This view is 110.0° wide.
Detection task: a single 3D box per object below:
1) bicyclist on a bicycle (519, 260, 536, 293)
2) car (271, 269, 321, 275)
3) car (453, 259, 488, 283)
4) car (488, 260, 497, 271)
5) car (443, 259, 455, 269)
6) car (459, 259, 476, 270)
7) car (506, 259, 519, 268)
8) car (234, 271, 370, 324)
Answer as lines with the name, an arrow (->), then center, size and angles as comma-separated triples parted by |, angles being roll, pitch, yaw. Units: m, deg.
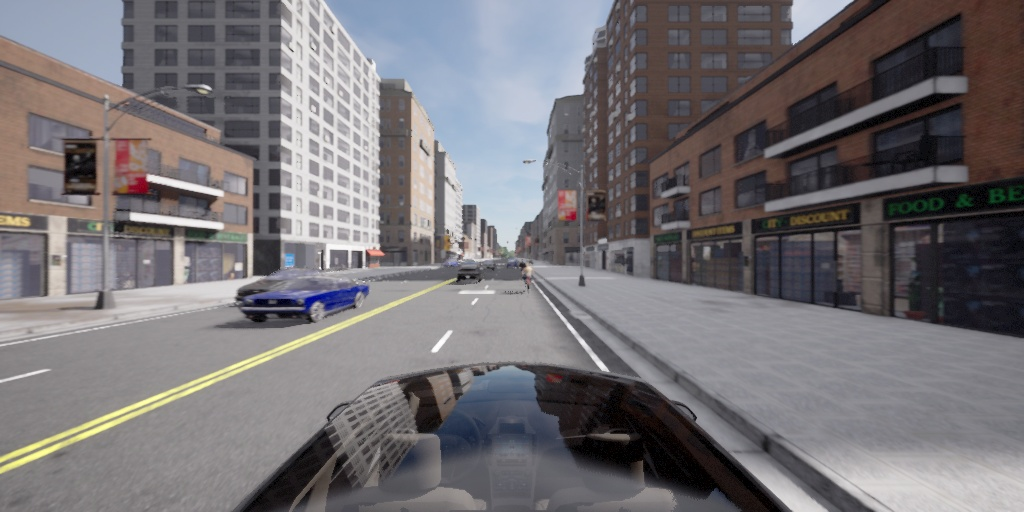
bicyclist on a bicycle -> 0.877, 1.174, 19.549 | 0.866, 1.612, 1.509 | 0, 0, 0
car -> -9.848, 1.287, 16.375 | 2.033, 1.411, 5.357 | 0, 0, 0
car -> -3.148, 1.235, 28.041 | 1.837, 1.490, 4.892 | 0, 0, 0
car -> -3.147, 1.266, 49.436 | 2.033, 1.411, 5.357 | 0, 0, 0
car -> -9.789, 1.240, 57.606 | 1.812, 1.442, 4.674 | 0, 0, 1
car -> -6.563, 1.222, 53.476 | 1.837, 1.490, 4.892 | 0, 0, 0
car -> 0.083, 1.240, 58.815 | 1.812, 1.442, 4.674 | 0, 0, 0
car -> -6.598, 1.343, 12.081 | 1.895, 1.301, 4.718 | 0, 0, 0
